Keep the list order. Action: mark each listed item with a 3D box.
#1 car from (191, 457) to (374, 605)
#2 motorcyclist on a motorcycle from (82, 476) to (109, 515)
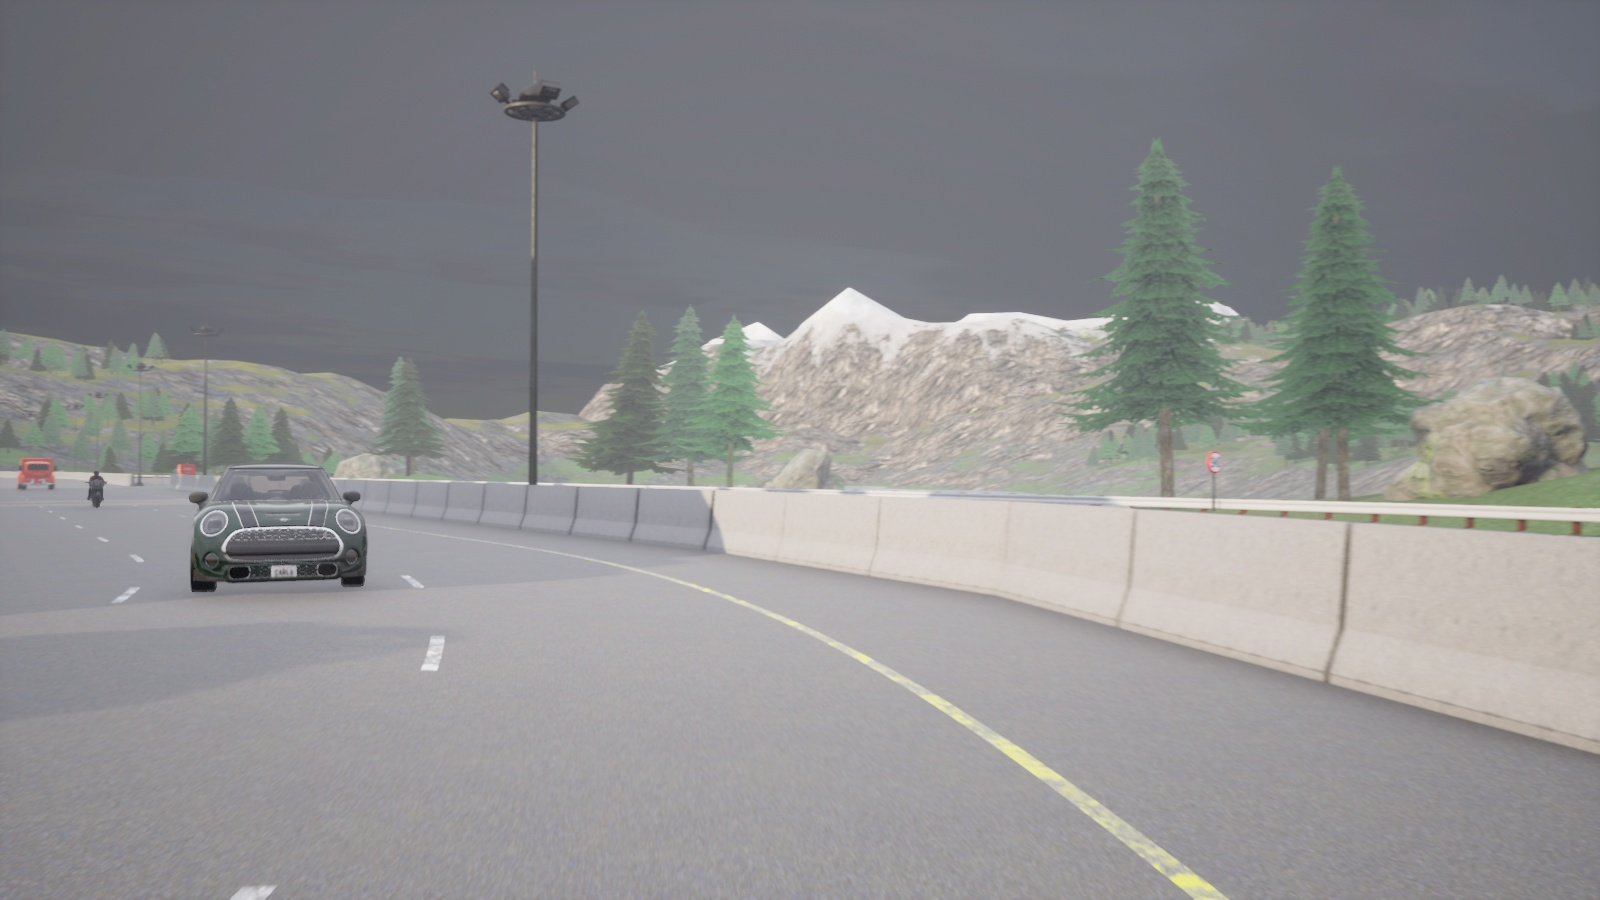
[{"bbox_3d":[-7.351,1.019,17.621,2.097,1.767,4.553,0,-1,-25],"label":"car"},{"bbox_3d":[-28.429,1.823,50.667,0.797,1.523,2.044,0,-1,-34],"label":"motorcyclist on a motorcycle"}]
